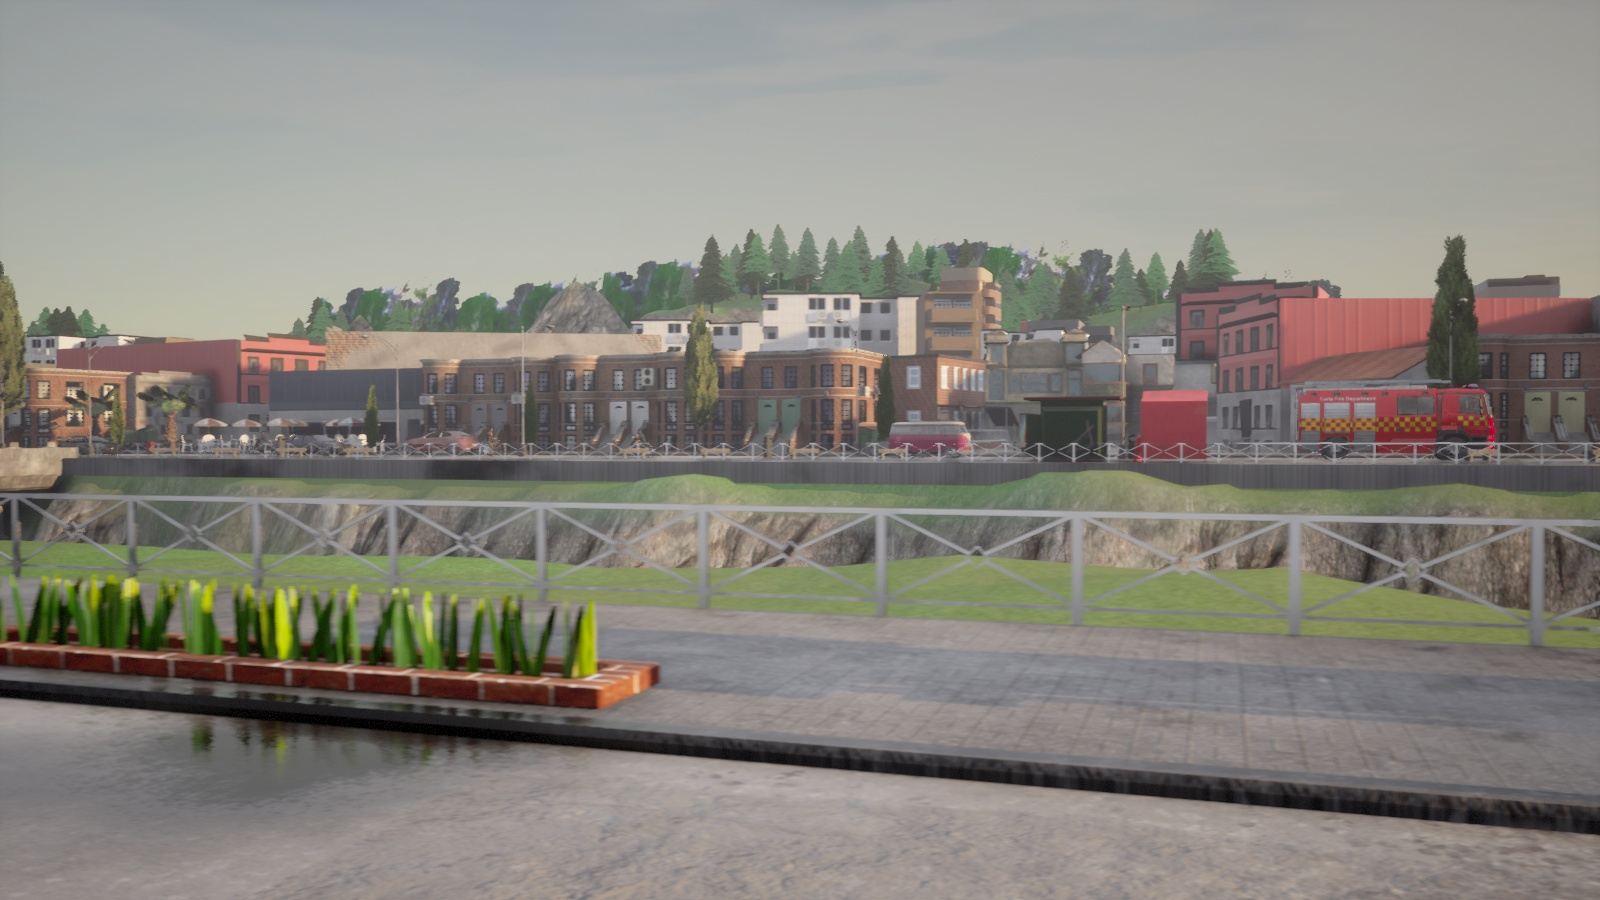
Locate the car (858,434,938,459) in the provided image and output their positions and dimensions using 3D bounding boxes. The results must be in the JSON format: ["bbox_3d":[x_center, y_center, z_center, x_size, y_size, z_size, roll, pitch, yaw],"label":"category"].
[{"bbox_3d":[5.573,-0.228,71.159,4.181,1.385,1.994,1,1,19],"label":"car"}]

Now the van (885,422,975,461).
[{"bbox_3d":[6.906,-0.460,66.488,4.442,1.987,1.775,1,1,19],"label":"van"}]

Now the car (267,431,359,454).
[{"bbox_3d":[-30.687,-0.509,79.128,5.357,1.411,2.033,1,1,19],"label":"car"}]

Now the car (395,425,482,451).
[{"bbox_3d":[-23.267,-0.777,80.848,5.027,1.651,2.152,1,1,19],"label":"car"}]

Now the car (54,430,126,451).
[{"bbox_3d":[-48.019,-0.651,84.953,4.181,1.385,1.994,1,1,19],"label":"car"}]

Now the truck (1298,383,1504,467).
[{"bbox_3d":[28.166,-1.182,59.328,8.468,3.827,2.891,1,1,19],"label":"truck"}]
